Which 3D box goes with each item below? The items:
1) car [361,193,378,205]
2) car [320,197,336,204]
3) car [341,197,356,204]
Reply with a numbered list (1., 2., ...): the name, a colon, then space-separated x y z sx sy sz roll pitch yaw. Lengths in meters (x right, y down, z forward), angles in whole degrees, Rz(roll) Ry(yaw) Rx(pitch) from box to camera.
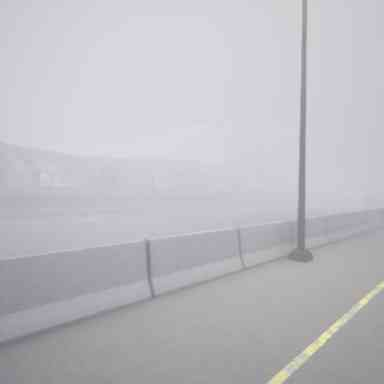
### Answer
1. car: 31.938 1.271 59.610 2.150 2.045 5.566 1 1 35
2. car: 25.788 1.543 63.005 1.895 1.301 4.718 1 0 35
3. car: 28.913 1.596 61.377 1.895 1.301 4.718 1 0 35
